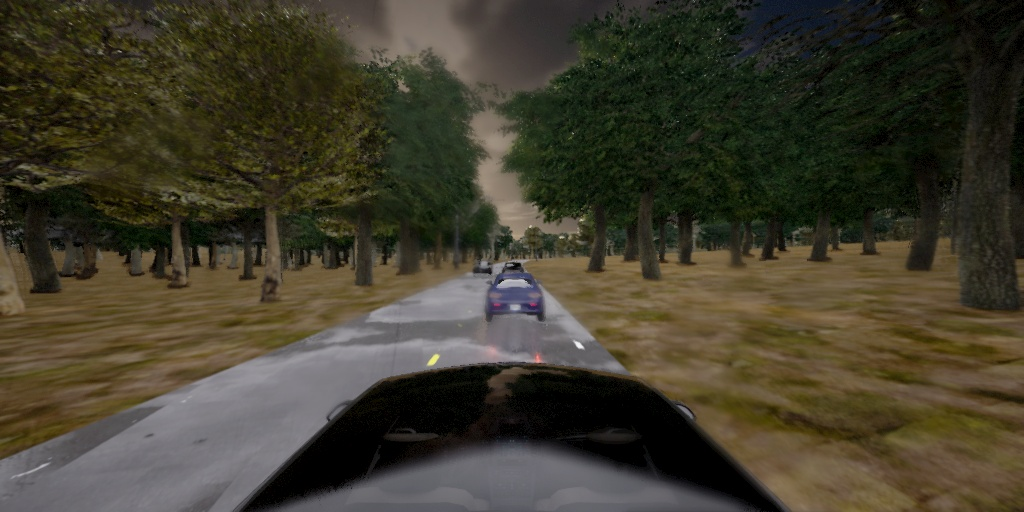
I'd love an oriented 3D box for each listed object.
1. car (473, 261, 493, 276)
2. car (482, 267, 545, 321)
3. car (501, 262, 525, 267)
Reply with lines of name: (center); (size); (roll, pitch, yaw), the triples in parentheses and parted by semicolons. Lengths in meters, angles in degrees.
car: (-3.044, 1.237, 38.366); (1.882, 1.535, 5.008); (0, 0, 0)
car: (0.099, 1.273, 12.343); (1.812, 1.442, 4.674); (0, 0, 0)
car: (0.102, 1.258, 30.328); (1.837, 1.490, 4.892); (0, 0, 0)
